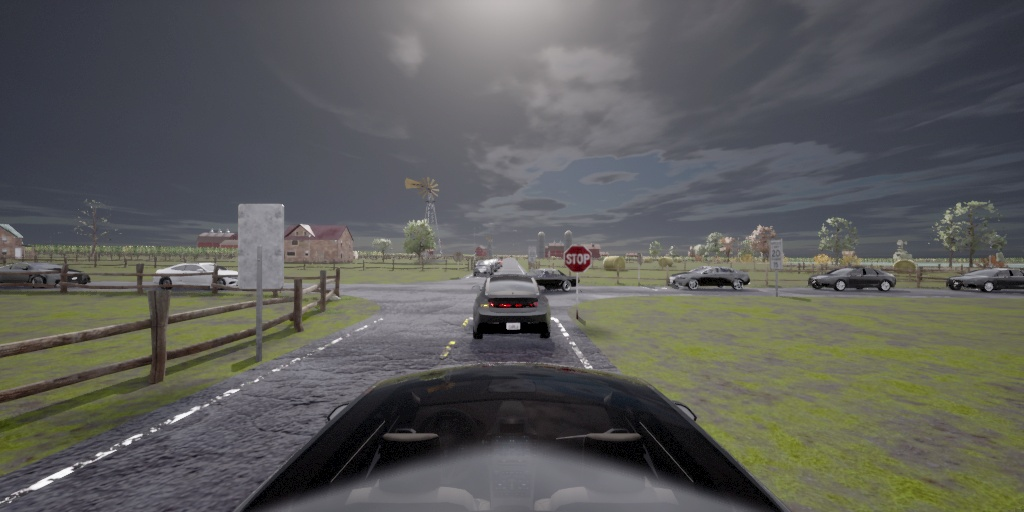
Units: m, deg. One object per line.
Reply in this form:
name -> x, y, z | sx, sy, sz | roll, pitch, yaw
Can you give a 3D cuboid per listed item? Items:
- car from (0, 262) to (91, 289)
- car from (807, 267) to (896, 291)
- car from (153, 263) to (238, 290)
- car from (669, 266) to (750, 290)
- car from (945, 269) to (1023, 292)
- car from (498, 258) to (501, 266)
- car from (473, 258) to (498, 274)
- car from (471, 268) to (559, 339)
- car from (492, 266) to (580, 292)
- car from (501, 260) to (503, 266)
car -> -26.361, 1.048, 19.936 | 4.181, 1.385, 1.994 | 1, -1, -1
car -> 22.203, 1.499, 23.540 | 4.892, 1.490, 1.837 | 1, -1, -1
car -> -17.241, 1.103, 20.057 | 4.674, 1.442, 1.812 | 1, -1, -1
car -> 12.801, 1.397, 23.370 | 4.902, 1.511, 2.128 | 1, -1, -2
car -> 31.706, 1.587, 23.660 | 4.892, 1.490, 1.837 | 1, -1, -1
car -> -2.845, 1.241, 46.231 | 2.128, 1.511, 4.902 | 0, 0, 0
car -> -2.854, 1.243, 36.785 | 2.128, 1.511, 4.902 | 0, 0, 0
car -> -0.073, 1.256, 10.098 | 1.837, 1.490, 4.892 | 0, 0, -2
car -> 1.502, 1.369, 20.144 | 4.718, 1.301, 1.895 | 1, 0, -35
car -> -2.813, 1.240, 55.773 | 2.128, 1.511, 4.902 | 0, 0, 0
